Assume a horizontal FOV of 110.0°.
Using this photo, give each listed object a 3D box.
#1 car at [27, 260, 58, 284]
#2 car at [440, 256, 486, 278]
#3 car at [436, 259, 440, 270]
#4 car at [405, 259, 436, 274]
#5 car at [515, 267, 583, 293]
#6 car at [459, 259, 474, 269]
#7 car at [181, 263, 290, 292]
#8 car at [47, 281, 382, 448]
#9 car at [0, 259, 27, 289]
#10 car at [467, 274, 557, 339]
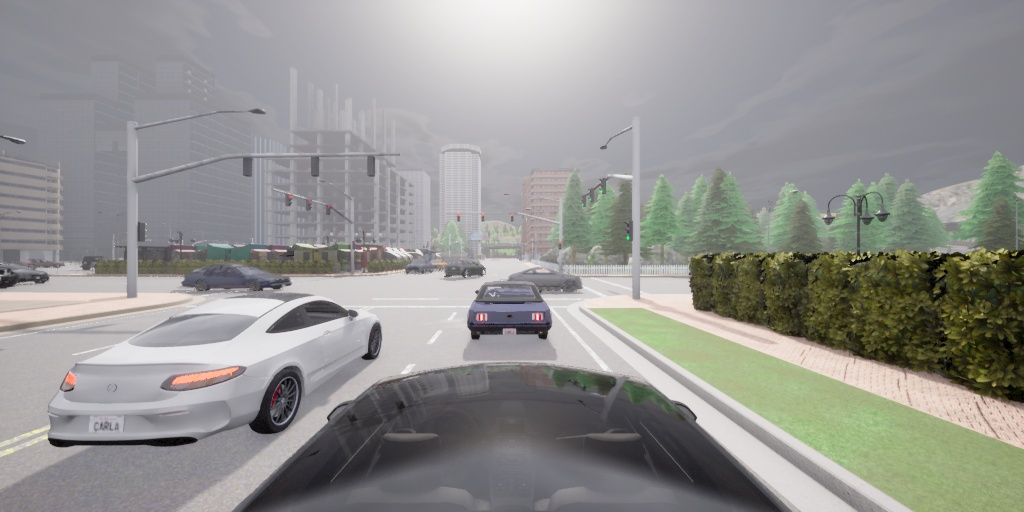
[{"bbox_3d":[-34.863,1.256,24.595,4.892,1.490,1.837,0,0,2],"label":"car"},{"bbox_3d":[-4.307,1.102,33.514,2.097,1.767,4.553,0,0,24],"label":"car"},{"bbox_3d":[-10.582,1.228,50.536,1.882,1.535,5.008,0,0,0],"label":"car"},{"bbox_3d":[-10.727,1.102,41.572,2.097,1.767,4.553,0,0,3],"label":"car"},{"bbox_3d":[1.812,1.314,20.115,4.181,1.385,1.994,0,0,2],"label":"car"},{"bbox_3d":[-7.070,1.255,56.024,1.837,1.490,4.892,0,0,0],"label":"car"},{"bbox_3d":[-15.723,1.298,20.582,5.357,1.411,2.033,0,0,2],"label":"car"},{"bbox_3d":[-3.507,1.276,5.376,1.812,1.442,4.674,0,0,-1],"label":"car"},{"bbox_3d":[-32.809,0.973,21.038,5.566,2.045,2.150,0,0,2],"label":"car"},{"bbox_3d":[-0.092,1.351,9.984,1.895,1.301,4.718,0,0,-1],"label":"car"}]
